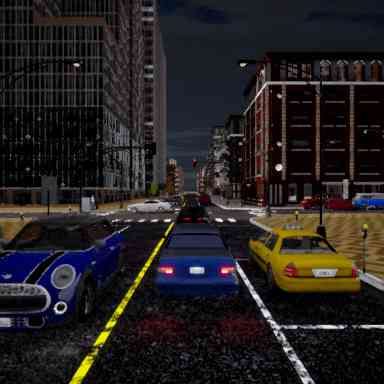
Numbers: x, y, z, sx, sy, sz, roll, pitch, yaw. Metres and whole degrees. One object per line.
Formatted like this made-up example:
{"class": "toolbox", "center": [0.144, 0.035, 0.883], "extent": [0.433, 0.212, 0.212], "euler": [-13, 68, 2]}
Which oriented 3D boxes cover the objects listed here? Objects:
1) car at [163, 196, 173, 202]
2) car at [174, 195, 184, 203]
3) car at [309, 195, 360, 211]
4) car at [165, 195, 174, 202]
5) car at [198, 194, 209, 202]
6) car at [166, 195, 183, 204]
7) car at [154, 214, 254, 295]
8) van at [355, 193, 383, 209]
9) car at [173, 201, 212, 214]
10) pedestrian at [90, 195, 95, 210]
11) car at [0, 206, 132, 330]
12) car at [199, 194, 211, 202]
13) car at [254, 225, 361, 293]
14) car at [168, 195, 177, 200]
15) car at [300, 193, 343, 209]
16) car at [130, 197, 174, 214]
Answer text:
{"class": "car", "center": [-5.327, 1.554, 74.564], "extent": [2.008, 1.369, 4.403], "euler": [0, 0, 0]}
{"class": "car", "center": [-2.760, 1.481, 71.334], "extent": [1.882, 1.535, 5.008], "euler": [0, 0, 0]}
{"class": "car", "center": [15.565, 1.345, 36.475], "extent": [4.181, 1.385, 1.994], "euler": [-1, 0, -1]}
{"class": "car", "center": [-5.328, 1.549, 80.157], "extent": [1.887, 1.381, 4.507], "euler": [0, 0, 0]}
{"class": "car", "center": [2.553, 1.318, 74.565], "extent": [2.192, 1.841, 5.009], "euler": [0, 0, 0]}
{"class": "car", "center": [-2.851, 1.493, 51.221], "extent": [2.128, 1.511, 4.902], "euler": [0, 0, 0]}
{"class": "car", "center": [0.096, 1.547, 8.881], "extent": [2.033, 1.411, 5.357], "euler": [0, 0, 0]}
{"class": "van", "center": [20.964, 1.049, 38.986], "extent": [3.998, 1.788, 1.690], "euler": [-1, 1, -1]}
{"class": "car", "center": [0.081, 1.504, 18.622], "extent": [1.837, 1.490, 4.892], "euler": [0, 0, 0]}
{"class": "pedestrian", "center": [-12.354, 1.269, 41.567], "extent": [0.375, 1.860, 0.375], "euler": [0, 1, -1]}
{"class": "car", "center": [-2.844, 1.351, 7.200], "extent": [2.097, 1.767, 4.553], "euler": [0, 0, 0]}
{"class": "car", "center": [2.555, 1.317, 63.379], "extent": [2.192, 1.841, 5.009], "euler": [0, 0, 0]}
{"class": "car", "center": [2.563, 1.525, 8.732], "extent": [1.752, 1.417, 4.829], "euler": [0, 0, 0]}
{"class": "car", "center": [-5.329, 1.556, 91.343], "extent": [2.008, 1.369, 4.403], "euler": [0, 0, 0]}
{"class": "car", "center": [15.308, 1.094, 38.925], "extent": [5.009, 1.841, 2.192], "euler": [-1, 1, -1]}
{"class": "car", "center": [-4.621, 1.565, 36.254], "extent": [4.674, 1.442, 1.812], "euler": [-1, 0, -1]}
